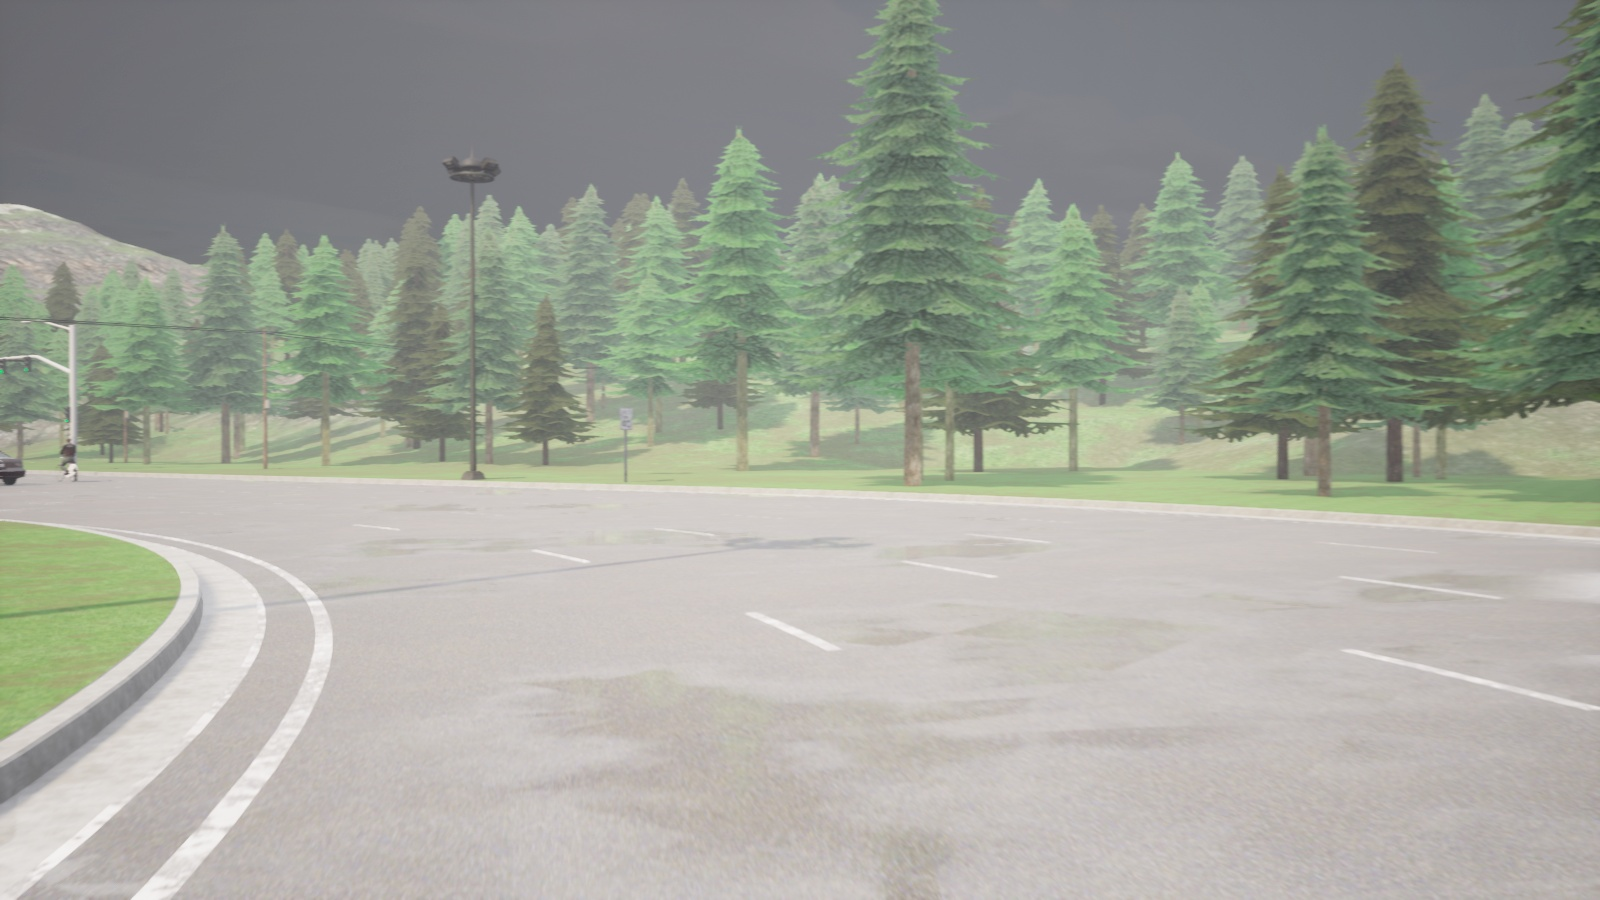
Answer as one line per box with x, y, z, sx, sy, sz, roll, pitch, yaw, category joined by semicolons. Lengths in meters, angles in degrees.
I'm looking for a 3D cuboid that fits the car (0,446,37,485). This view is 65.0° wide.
-30.610;0.547;46.583;5.357;1.411;2.033;0;0;36;car

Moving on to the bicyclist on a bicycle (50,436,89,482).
-28.919;0.352;49.682;1.843;1.776;0.659;0;1;36;bicyclist on a bicycle
